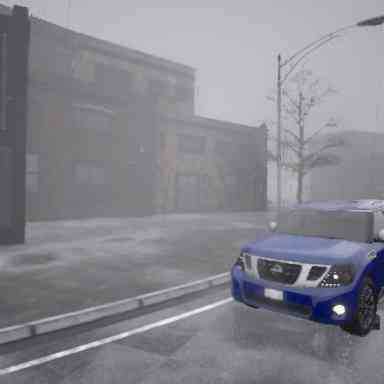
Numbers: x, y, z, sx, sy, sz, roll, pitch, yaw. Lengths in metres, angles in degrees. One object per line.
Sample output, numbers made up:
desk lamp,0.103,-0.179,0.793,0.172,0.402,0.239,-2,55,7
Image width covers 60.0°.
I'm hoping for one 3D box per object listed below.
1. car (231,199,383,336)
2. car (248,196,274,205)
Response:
car,3.152,1.213,7.167,2.150,2.045,5.566,0,0,43
car,10.981,1.350,53.105,1.812,1.442,4.674,1,-1,-22
